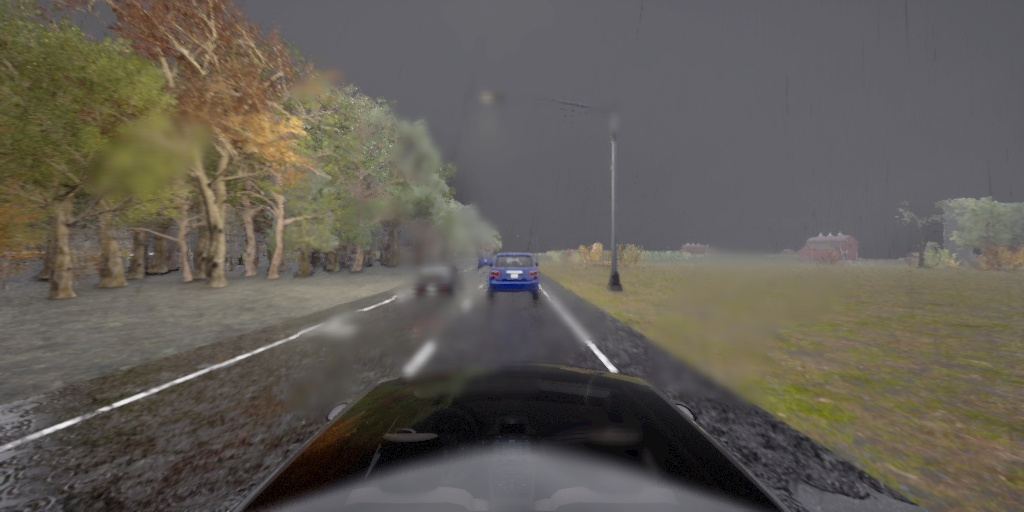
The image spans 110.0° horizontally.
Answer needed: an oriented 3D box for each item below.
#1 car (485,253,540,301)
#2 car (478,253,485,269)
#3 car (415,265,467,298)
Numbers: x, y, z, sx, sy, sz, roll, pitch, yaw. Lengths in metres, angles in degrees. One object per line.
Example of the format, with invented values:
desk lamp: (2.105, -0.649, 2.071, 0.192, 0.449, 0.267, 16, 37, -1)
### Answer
car: (0.094, 0.874, 16.889, 2.150, 2.045, 5.566, 0, 0, 0)
car: (-3.413, 0.663, 49.205, 2.150, 2.045, 5.566, 0, 0, 0)
car: (-3.406, 1.155, 17.670, 1.837, 1.490, 4.892, 0, 1, 0)
